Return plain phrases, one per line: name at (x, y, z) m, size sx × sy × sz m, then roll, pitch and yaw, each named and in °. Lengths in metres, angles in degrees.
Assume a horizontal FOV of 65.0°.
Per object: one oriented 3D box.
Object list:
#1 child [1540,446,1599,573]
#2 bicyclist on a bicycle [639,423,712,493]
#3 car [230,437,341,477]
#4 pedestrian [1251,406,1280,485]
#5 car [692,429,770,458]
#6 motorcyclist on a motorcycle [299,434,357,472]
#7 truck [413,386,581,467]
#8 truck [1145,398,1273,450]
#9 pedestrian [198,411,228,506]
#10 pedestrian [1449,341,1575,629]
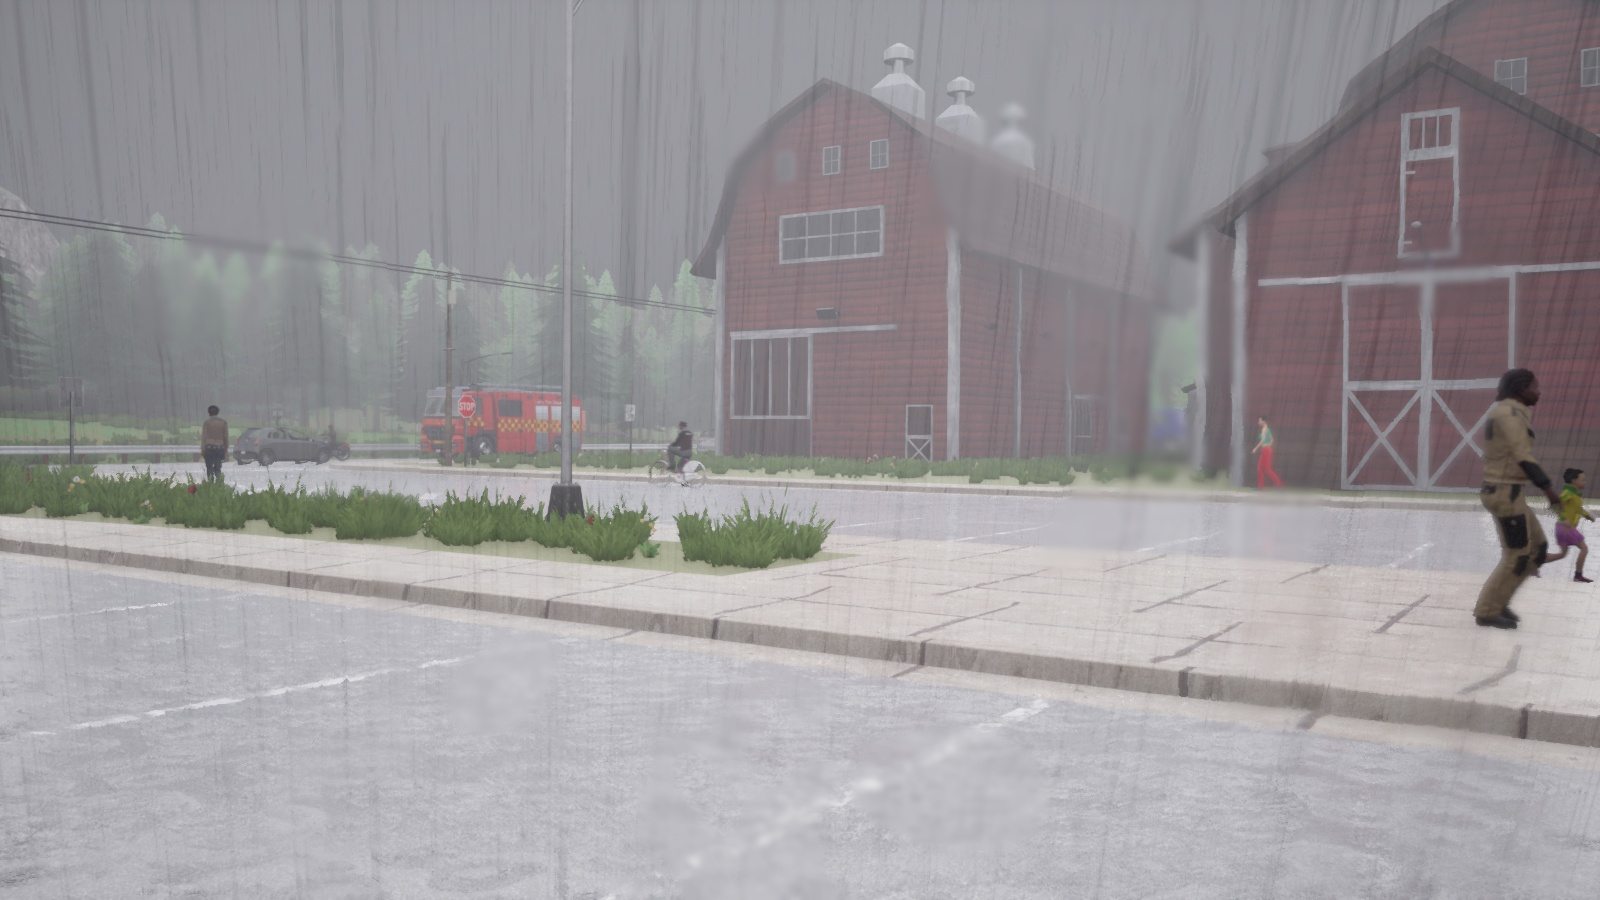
child at (7.179, 0.542, 11.701) m, size 0.473 × 1.160 × 0.299 m, roll 0°, pitch 1°, yaw 34°
bicyclist on a bicycle at (-3.219, 0.188, 32.451) m, size 1.843 × 1.776 × 0.659 m, roll 0°, pitch 1°, yaw 33°
car at (-20.240, 0.253, 49.500) m, size 1.845 × 1.501 × 3.633 m, roll 0°, pitch 1°, yaw 34°
pedestrian at (10.905, -0.115, 29.398) m, size 0.594 × 1.836 × 0.345 m, roll 0°, pitch 1°, yaw 28°
car at (-3.994, -0.393, 73.595) m, size 2.242 × 1.667 × 4.611 m, roll 0°, pitch 1°, yaw 34°
motorcyclist on a motorcycle at (-20.686, 0.117, 55.100) m, size 0.766 × 1.649 × 2.350 m, roll 0°, pitch 1°, yaw 34°
truck at (-15.096, -1.162, 63.388) m, size 2.891 × 3.827 × 8.468 m, roll 0°, pitch 1°, yaw 34°
truck at (28.263, -1.724, 86.977) m, size 7.936 × 3.462 × 2.891 m, roll 0°, pitch 1°, yaw 33°
pedestrian at (-11.392, 0.157, 24.369) m, size 0.328 × 1.805 × 0.869 m, roll -1°, pitch 1°, yaw -37°
pedestrian at (4.917, 0.233, 8.694) m, size 0.692 × 1.930 × 0.396 m, roll 0°, pitch 1°, yaw 18°
